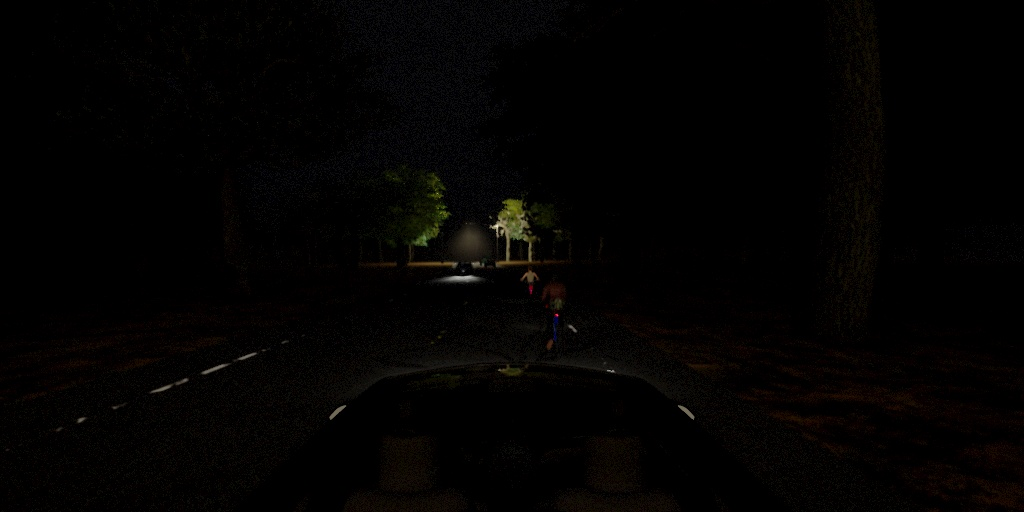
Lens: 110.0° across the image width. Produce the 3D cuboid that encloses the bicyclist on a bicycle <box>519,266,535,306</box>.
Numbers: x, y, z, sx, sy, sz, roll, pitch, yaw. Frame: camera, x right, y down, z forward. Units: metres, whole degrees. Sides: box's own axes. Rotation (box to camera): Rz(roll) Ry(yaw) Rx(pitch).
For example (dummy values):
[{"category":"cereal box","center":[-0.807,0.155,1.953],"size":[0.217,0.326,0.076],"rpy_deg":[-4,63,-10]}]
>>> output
[{"category":"bicyclist on a bicycle","center":[0.741,1.203,14.722],"size":[0.866,1.612,1.509],"rpy_deg":[0,0,-2]}]

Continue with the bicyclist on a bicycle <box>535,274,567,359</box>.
[{"category":"bicyclist on a bicycle","center":[0.898,1.211,7.490],"size":[0.582,1.620,1.656],"rpy_deg":[0,0,-1]}]

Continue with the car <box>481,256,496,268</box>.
[{"category":"car","center":[-3.935,1.244,63.420],"size":[2.128,1.511,4.902],"rpy_deg":[0,0,-7]}]

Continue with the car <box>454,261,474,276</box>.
[{"category":"car","center":[-5.121,1.277,38.752],"size":[2.128,1.511,4.902],"rpy_deg":[0,0,-5]}]
